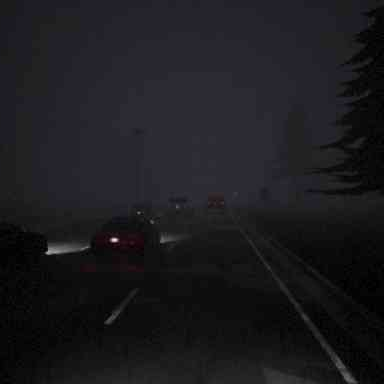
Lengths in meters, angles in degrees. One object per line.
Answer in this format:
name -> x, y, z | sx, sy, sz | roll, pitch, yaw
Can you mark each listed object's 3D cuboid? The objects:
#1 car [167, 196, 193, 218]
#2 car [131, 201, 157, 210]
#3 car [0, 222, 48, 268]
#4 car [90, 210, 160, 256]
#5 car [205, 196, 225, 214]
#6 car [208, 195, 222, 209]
car -> -1.146, 1.443, 33.495 | 2.150, 2.045, 5.566 | 0, 0, 4
car -> -4.703, 1.705, 32.992 | 1.837, 1.490, 4.892 | 0, 0, 4
car -> -6.251, 1.602, 10.268 | 1.994, 1.385, 4.181 | 0, 0, 3
car -> -2.544, 1.643, 13.469 | 1.994, 1.385, 4.181 | 0, 0, 4
car -> 2.815, 1.497, 40.014 | 2.150, 2.045, 5.566 | 0, -2, 4
car -> 3.677, 1.612, 54.812 | 2.150, 2.045, 5.566 | 0, 0, 3
